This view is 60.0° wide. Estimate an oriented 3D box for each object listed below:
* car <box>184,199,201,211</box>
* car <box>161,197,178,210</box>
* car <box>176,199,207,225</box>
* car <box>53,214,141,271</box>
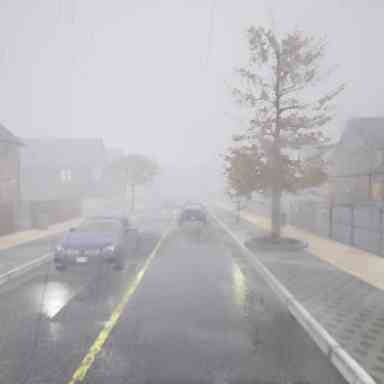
[{"bbox_3d":[0.072,1.523,40.048,1.895,1.301,4.718,0,0,0],"label":"car"},{"bbox_3d":[-2.843,1.429,42.405,1.837,1.490,4.892,0,0,0],"label":"car"},{"bbox_3d":[0.074,1.462,23.549,1.812,1.442,4.674,0,0,0],"label":"car"},{"bbox_3d":[-2.842,1.491,10.924,1.812,1.442,4.674,0,0,0],"label":"car"}]
